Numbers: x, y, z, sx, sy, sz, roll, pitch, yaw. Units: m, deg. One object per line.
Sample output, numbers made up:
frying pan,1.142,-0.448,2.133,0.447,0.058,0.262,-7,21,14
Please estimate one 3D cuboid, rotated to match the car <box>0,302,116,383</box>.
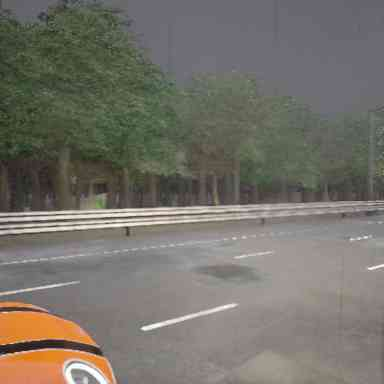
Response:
car,-2.722,1.351,1.929,4.553,1.767,2.097,0,0,-36
